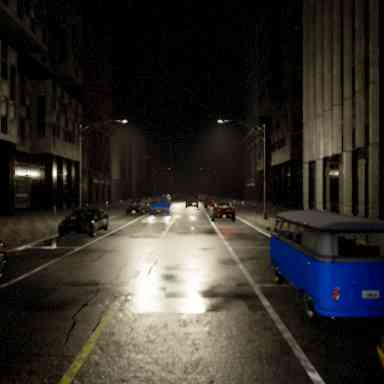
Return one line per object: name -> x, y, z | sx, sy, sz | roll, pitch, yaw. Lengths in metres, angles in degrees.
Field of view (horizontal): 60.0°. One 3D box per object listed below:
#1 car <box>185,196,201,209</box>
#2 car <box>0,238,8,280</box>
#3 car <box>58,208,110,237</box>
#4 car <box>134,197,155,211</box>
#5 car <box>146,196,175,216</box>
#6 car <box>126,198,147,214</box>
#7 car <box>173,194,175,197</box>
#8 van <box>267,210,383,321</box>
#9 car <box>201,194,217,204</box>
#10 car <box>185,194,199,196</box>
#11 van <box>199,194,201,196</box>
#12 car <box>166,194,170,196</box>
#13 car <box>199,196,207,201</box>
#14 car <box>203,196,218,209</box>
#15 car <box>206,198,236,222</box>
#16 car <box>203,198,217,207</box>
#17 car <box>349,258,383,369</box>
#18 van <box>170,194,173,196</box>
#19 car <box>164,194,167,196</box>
car -> 0.010, 1.641, 47.213 | 1.895, 1.301, 4.718 | 0, 0, 1
car -> -5.762, 1.445, 6.981 | 1.967, 1.590, 4.097 | 0, 0, 0
car -> -5.765, 1.580, 18.253 | 1.947, 1.339, 4.313 | 0, 0, 0
car -> -5.770, 1.474, 40.799 | 1.967, 1.590, 4.097 | 0, 0, 0
car -> -3.104, 1.505, 33.654 | 1.882, 1.535, 5.008 | 0, 0, 0
car -> -5.769, 1.595, 35.162 | 1.947, 1.339, 4.313 | 0, 0, 0
car -> -5.779, 1.595, 80.082 | 1.752, 1.417, 4.829 | 0, 0, 0
van -> 2.764, 1.346, 6.990 | 1.690, 1.788, 3.998 | 0, 0, 0
car -> 2.754, 1.354, 46.448 | 2.192, 1.841, 5.009 | 0, 0, 0
car -> -0.015, 1.579, 62.386 | 1.812, 1.442, 4.674 | 0, 0, 0
van -> 2.750, 1.395, 63.358 | 1.690, 1.788, 3.998 | 0, 0, 0
car -> -5.775, 1.494, 63.344 | 1.967, 1.590, 4.097 | 0, 0, 0
car -> 2.744, 1.621, 85.904 | 1.887, 1.381, 4.507 | 0, 0, 0
car -> 2.755, 1.579, 40.810 | 1.887, 1.381, 4.507 | 0, 0, 0
car -> 2.348, 1.526, 26.607 | 1.837, 1.490, 4.892 | 0, 0, 0
car -> 2.752, 1.610, 52.084 | 1.947, 1.339, 4.313 | 0, 0, 0
car -> 2.764, 1.527, 1.523 | 1.752, 1.417, 4.829 | 0, 0, 0
van -> -5.777, 1.405, 74.617 | 1.690, 1.788, 3.998 | 0, 0, 0
car -> -5.774, 1.574, 57.537 | 1.752, 1.417, 4.829 | 0, 0, 0
